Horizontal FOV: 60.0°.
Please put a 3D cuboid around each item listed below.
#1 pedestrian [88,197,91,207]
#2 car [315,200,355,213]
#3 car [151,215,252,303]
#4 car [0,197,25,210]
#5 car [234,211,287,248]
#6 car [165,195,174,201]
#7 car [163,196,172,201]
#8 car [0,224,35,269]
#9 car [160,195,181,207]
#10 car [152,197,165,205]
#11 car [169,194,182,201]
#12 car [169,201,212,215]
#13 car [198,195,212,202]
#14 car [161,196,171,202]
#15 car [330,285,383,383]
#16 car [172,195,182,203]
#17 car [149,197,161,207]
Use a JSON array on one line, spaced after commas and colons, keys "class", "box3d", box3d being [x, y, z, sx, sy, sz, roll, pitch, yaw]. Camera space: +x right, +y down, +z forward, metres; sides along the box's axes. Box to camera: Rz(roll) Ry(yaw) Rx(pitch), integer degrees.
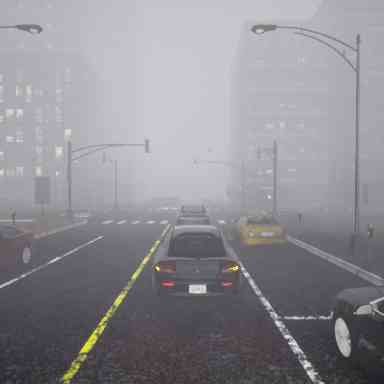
[{"class": "pedestrian", "box3d": [-12.625, 1.201, 40.825, 0.375, 1.300, 0.375, 0, 0, 1]}, {"class": "car", "box3d": [16.244, 1.623, 37.536, 4.403, 1.369, 2.008, 0, 0, 1]}, {"class": "car", "box3d": [0.084, 1.523, 8.096, 1.812, 1.442, 4.674, 0, 0, 0]}, {"class": "car", "box3d": [-21.732, 1.276, 37.962, 4.829, 1.417, 1.752, 0, 0, 1]}, {"class": "car", "box3d": [2.780, 1.522, 14.547, 1.752, 1.417, 4.829, -1, 0, 0]}, {"class": "car", "box3d": [-5.865, 1.531, 86.243, 1.887, 1.381, 4.507, -1, 0, 0]}, {"class": "car", "box3d": [-5.853, 1.569, 80.588, 1.802, 1.307, 4.206, -1, 0, 0]}, {"class": "car", "box3d": [-5.848, 1.542, 8.774, 1.887, 1.381, 4.507, -1, 0, 0]}, {"class": "car", "box3d": [-3.187, 1.537, 50.383, 2.033, 1.411, 5.357, 0, 0, 0]}, {"class": "car", "box3d": [-5.811, 1.555, 57.970, 1.947, 1.339, 4.313, -1, 0, 0]}, {"class": "car", "box3d": [-3.185, 1.480, 60.335, 2.128, 1.511, 4.902, 0, 0, 0]}, {"class": "car", "box3d": [0.044, 1.487, 18.545, 2.128, 1.511, 4.902, 0, 0, -1]}, {"class": "car", "box3d": [2.569, 1.540, 57.986, 2.008, 1.369, 4.403, -1, 0, 0]}, {"class": "car", "box3d": [-5.843, 1.532, 74.934, 1.887, 1.381, 4.507, -1, 0, 0]}, {"class": "car", "box3d": [2.802, 1.550, 3.088, 2.008, 1.369, 4.403, -1, 0, 0]}, {"class": "car", "box3d": [-3.132, 1.488, 70.532, 1.837, 1.490, 4.892, 0, 0, 0]}, {"class": "car", "box3d": [-5.801, 1.515, 52.146, 1.752, 1.417, 4.829, -1, 0, 0]}]
